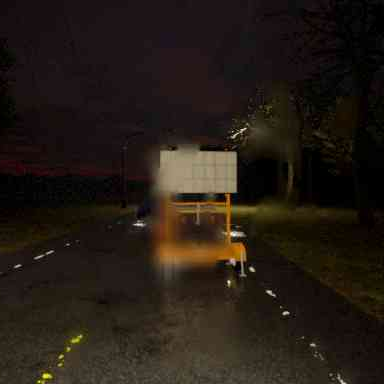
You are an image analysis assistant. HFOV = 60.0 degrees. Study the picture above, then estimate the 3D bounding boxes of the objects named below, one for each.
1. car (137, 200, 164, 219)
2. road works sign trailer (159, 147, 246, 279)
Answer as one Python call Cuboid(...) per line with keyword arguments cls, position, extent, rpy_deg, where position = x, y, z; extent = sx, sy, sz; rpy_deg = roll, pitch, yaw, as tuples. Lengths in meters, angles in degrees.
Cuboid(cls="car", position=(-3.552, 1.481, 28.979), extent=(1.882, 1.535, 5.008), rpy_deg=(0, 0, 0))
Cuboid(cls="road works sign trailer", position=(0.177, 0.461, 10.104), extent=(2.380, 3.560, 2.880), rpy_deg=(0, 0, -8))
